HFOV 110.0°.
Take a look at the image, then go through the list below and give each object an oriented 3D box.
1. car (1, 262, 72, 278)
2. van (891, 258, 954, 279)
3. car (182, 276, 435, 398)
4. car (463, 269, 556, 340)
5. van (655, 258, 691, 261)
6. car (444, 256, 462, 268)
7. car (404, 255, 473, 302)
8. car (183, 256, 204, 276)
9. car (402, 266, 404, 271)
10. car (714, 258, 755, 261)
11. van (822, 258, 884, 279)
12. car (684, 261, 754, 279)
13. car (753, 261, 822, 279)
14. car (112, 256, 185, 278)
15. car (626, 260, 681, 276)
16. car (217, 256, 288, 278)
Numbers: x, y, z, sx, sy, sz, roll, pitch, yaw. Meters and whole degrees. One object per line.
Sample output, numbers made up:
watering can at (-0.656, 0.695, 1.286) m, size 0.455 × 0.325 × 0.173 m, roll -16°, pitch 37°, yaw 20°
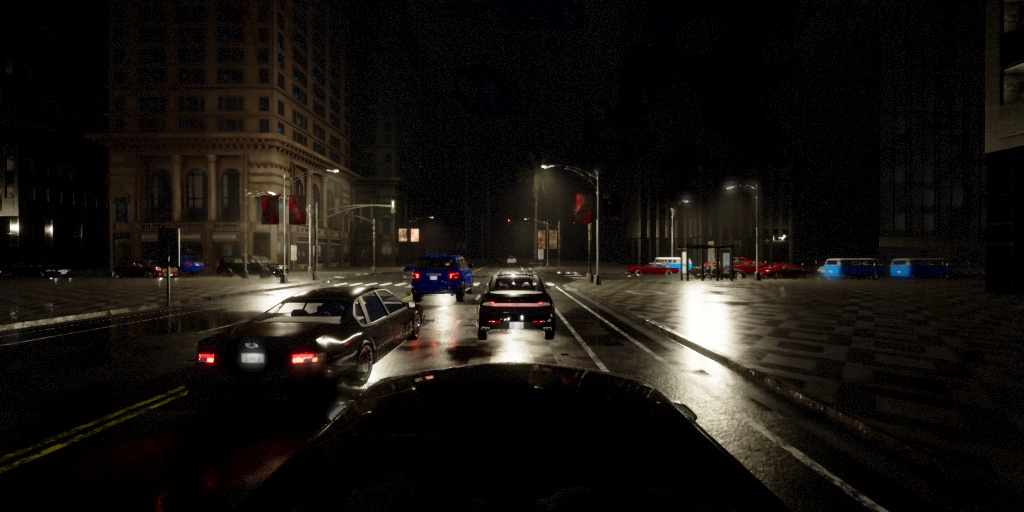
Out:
car at (-43.161, 1.290, 32.590) m, size 4.902 × 1.511 × 2.128 m, roll 0°, pitch 0°, yaw 0°
van at (34.088, 1.079, 29.830) m, size 3.998 × 1.789 × 1.690 m, roll 0°, pitch 0°, yaw 0°
car at (-3.150, 1.297, 6.886) m, size 2.033 × 1.411 × 5.357 m, roll 0°, pitch 0°, yaw 0°
car at (0.088, 1.240, 9.956) m, size 2.128 × 1.511 × 4.902 m, roll 0°, pitch 0°, yaw 0°
van at (17.047, 1.064, 38.340) m, size 3.998 × 1.789 × 1.690 m, roll 0°, pitch 0°, yaw 0°
car at (-9.859, 0.974, 60.705) m, size 2.150 × 2.045 × 5.566 m, roll 0°, pitch 0°, yaw 0°
car at (-3.159, 0.972, 17.127) m, size 2.150 × 2.045 × 5.566 m, roll 0°, pitch 0°, yaw 0°
car at (-34.019, 0.998, 35.731) m, size 5.566 × 2.045 × 2.150 m, roll 0°, pitch 0°, yaw 0°
car at (-10.708, 1.352, 41.556) m, size 1.895 × 1.301 × 4.718 m, roll 0°, pitch 0°, yaw 13°
car at (23.319, 1.204, 35.679) m, size 5.008 × 1.535 × 1.882 m, roll 0°, pitch 0°, yaw 0°
van at (28.411, 1.081, 29.824) m, size 3.998 × 1.789 × 1.690 m, roll 0°, pitch 0°, yaw 0°
car at (17.056, 1.298, 29.815) m, size 4.403 × 1.370 × 2.007 m, roll 0°, pitch 0°, yaw 0°
car at (22.734, 1.326, 29.819) m, size 4.207 × 1.307 × 1.802 m, roll 0°, pitch 0°, yaw 0°
car at (-33.178, 1.138, 32.541) m, size 4.553 × 1.767 × 2.097 m, roll 0°, pitch 0°, yaw 0°
car at (13.877, 1.334, 35.673) m, size 4.718 × 1.301 × 1.895 m, roll 0°, pitch 0°, yaw 2°
car at (-23.459, 0.996, 32.493) m, size 5.566 × 2.045 × 2.150 m, roll 0°, pitch 0°, yaw 0°
